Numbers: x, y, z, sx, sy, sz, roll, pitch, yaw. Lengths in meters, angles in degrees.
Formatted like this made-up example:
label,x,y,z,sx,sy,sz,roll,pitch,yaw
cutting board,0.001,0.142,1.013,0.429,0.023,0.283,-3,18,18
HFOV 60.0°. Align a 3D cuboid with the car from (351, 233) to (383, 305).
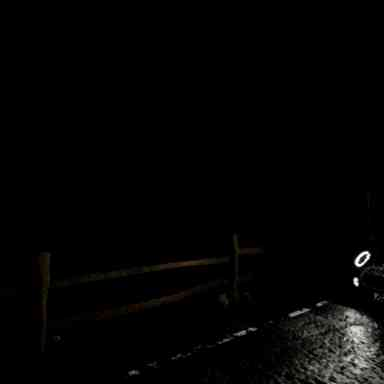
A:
label,x,y,z,sx,sy,sz,roll,pitch,yaw
car,5.408,1.350,7.242,4.553,1.767,2.097,0,0,-38
